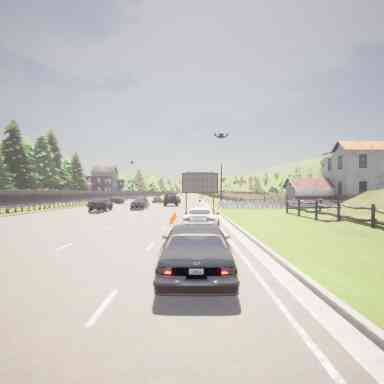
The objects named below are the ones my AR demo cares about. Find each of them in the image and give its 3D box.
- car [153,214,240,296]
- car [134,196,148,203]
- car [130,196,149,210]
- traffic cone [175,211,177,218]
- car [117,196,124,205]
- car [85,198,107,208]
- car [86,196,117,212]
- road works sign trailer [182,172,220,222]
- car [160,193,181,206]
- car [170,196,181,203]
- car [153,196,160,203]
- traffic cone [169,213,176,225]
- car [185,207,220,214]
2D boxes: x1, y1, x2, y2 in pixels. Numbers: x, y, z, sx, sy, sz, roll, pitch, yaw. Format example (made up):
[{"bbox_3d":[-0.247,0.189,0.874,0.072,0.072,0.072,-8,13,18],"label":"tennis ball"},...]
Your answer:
[{"bbox_3d":[0.108,1.547,8.782,2.033,1.411,5.357,0,0,1],"label":"car"},{"bbox_3d":[-10.316,1.490,67.634,2.128,1.511,4.902,0,0,0],"label":"car"},{"bbox_3d":[-6.845,1.547,43.761,2.033,1.411,5.357,0,0,0],"label":"car"},{"bbox_3d":[-1.456,1.955,25.139,0.340,0.580,0.340,0,0,0],"label":"traffic cone"},{"bbox_3d":[-13.824,1.478,61.122,1.882,1.535,5.008,0,0,0],"label":"car"},{"bbox_3d":[-13.840,1.562,48.244,1.994,1.385,4.181,0,0,0],"label":"car"},{"bbox_3d":[-10.351,1.503,37.975,1.837,1.490,4.892,0,0,0],"label":"car"},{"bbox_3d":[0.514,0.464,22.050,2.380,3.560,2.880,0,0,-4],"label":"road works sign trailer"},{"bbox_3d":[-3.334,1.221,53.319,2.150,2.045,5.566,0,0,0],"label":"car"},{"bbox_3d":[-3.315,1.564,68.534,1.994,1.385,4.181,0,0,0],"label":"car"},{"bbox_3d":[-6.817,1.478,67.153,1.882,1.535,5.008,0,-1,0],"label":"car"},{"bbox_3d":[-1.459,1.955,23.139,0.340,0.580,0.340,0,0,0],"label":"traffic cone"},{"bbox_3d":[0.528,1.538,18.436,1.812,1.442,4.674,0,-1,6],"label":"car"}]
